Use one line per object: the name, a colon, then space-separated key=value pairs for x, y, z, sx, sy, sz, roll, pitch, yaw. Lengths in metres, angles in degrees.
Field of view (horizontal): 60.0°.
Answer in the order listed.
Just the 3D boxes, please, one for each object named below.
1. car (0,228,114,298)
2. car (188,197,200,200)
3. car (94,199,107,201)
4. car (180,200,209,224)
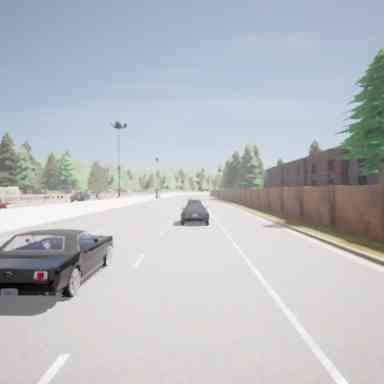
car: x=-3.363 y=1.570 z=8.388 sx=1.895 sy=1.301 sz=4.718 roll=0 pitch=0 yaw=0
car: x=0.292 y=1.364 z=41.894 sx=2.128 sy=1.511 sz=4.902 roll=0 pitch=0 yaw=0
car: x=-13.793 y=1.426 z=50.610 sx=1.895 sy=1.301 sz=4.718 roll=0 pitch=0 yaw=1
car: x=0.207 y=1.491 z=23.887 sx=1.994 sy=1.385 sz=4.181 roll=0 pitch=0 yaw=0
